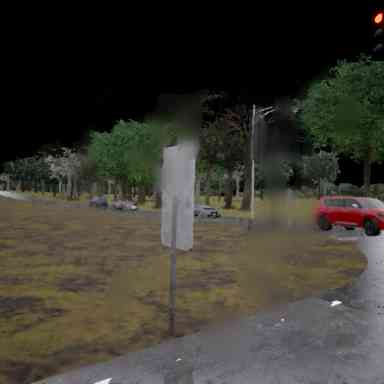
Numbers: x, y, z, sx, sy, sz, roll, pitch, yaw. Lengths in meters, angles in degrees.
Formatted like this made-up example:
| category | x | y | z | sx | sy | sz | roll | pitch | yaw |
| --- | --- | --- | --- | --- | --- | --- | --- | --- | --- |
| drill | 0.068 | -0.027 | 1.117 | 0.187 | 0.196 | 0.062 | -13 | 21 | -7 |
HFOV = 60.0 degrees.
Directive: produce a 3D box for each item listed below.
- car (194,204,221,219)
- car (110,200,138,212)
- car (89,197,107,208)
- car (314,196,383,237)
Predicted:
| category | x | y | z | sx | sy | sz | roll | pitch | yaw |
| --- | --- | --- | --- | --- | --- | --- | --- | --- | --- |
| car | 0.911 | 1.875 | 32.044 | 1.994 | 1.385 | 4.181 | 3 | -2 | -35 |
| car | -9.104 | 1.965 | 45.985 | 2.128 | 1.511 | 4.902 | 3 | -2 | -36 |
| car | -18.386 | 1.964 | 65.208 | 2.150 | 2.045 | 5.566 | 3 | -2 | -36 |
| car | 9.193 | 1.258 | 18.301 | 2.150 | 2.045 | 5.566 | 2 | -2 | -18 |
